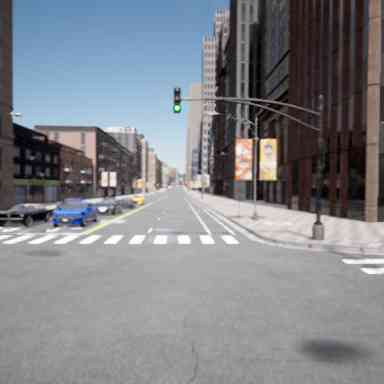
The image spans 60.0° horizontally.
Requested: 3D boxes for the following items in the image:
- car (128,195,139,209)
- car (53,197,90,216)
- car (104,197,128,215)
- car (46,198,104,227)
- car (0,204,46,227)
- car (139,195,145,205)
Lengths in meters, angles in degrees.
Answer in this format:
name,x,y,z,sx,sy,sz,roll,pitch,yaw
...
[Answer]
name,x,y,z,sx,sy,sz,roll,pitch,yaw
car,-8.102,1.344,41.230,1.994,1.385,4.181,0,0,-2
car,-10.996,1.303,30.779,1.837,1.490,4.892,0,0,-2
car,-7.752,1.314,31.172,2.128,1.511,4.902,0,0,-2
car,-7.426,1.337,21.685,1.882,1.535,5.008,0,0,-2
car,-10.675,1.436,21.473,1.895,1.301,4.718,0,0,-2
car,-8.413,1.212,51.663,1.882,1.535,5.008,0,0,-1
